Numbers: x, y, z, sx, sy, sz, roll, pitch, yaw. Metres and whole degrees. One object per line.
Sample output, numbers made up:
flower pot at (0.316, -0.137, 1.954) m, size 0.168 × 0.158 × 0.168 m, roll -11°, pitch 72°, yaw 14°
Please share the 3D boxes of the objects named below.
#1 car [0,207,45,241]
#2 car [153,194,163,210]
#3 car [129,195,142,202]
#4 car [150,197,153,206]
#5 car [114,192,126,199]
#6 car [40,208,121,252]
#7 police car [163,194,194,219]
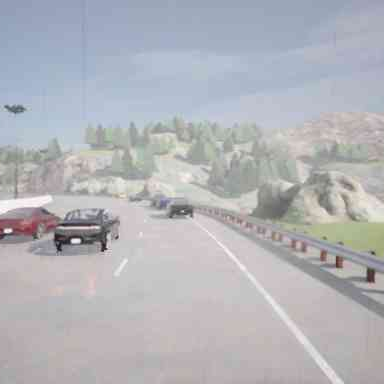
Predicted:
car at (-7.802, 1.427, 16.085) m, size 1.812 × 1.442 × 4.674 m, roll 0°, pitch 0°, yaw -5°
car at (-2.966, 1.220, 38.239) m, size 1.882 × 1.535 × 5.008 m, roll 0°, pitch 0°, yaw -12°
car at (-10.702, 1.188, 62.809) m, size 1.895 × 1.301 × 4.718 m, roll 0°, pitch 0°, yaw -19°
car at (-4.389, 1.052, 44.612) m, size 2.097 × 1.767 × 4.553 m, roll 0°, pitch 0°, yaw -14°
car at (-17.086, 0.778, 79.081) m, size 1.882 × 1.535 × 5.008 m, roll 0°, pitch 0°, yaw -26°
car at (-4.070, 1.404, 13.538) m, size 2.128 × 1.511 × 4.902 m, roll 0°, pitch 0°, yaw -4°
police car at (-1.078, 1.237, 27.581) m, size 1.930 × 1.638 × 5.238 m, roll 0°, pitch 0°, yaw -8°
